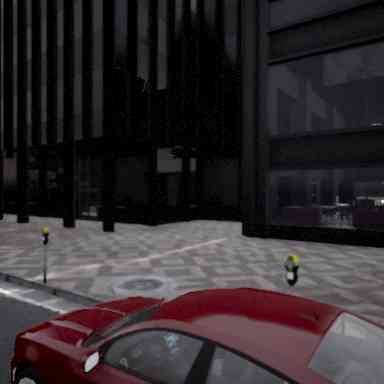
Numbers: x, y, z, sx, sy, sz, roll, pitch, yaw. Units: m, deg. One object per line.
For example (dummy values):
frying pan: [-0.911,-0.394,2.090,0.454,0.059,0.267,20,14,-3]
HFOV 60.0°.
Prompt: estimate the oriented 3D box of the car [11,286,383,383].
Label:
car: [0.222,1.536,2.804,4.507,1.381,1.887,0,0,35]
